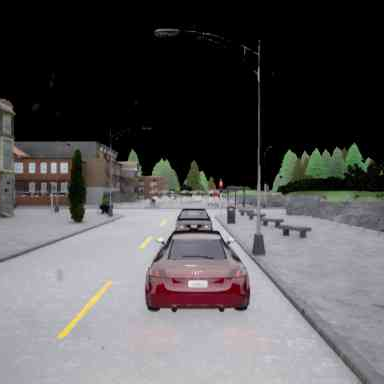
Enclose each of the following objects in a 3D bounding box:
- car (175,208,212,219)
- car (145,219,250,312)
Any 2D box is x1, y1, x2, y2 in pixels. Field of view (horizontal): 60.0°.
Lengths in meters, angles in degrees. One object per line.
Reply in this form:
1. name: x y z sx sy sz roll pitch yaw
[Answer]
1. car: 0.084 1.545 17.013 2.033 1.411 5.357 0 0 0
2. car: 0.095 1.563 7.777 1.994 1.385 4.181 0 0 0
